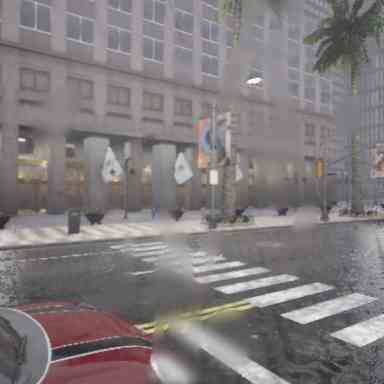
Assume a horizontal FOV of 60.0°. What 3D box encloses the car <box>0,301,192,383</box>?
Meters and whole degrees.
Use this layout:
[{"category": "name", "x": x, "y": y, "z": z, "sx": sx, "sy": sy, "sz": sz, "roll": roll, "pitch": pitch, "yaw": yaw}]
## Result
[{"category": "car", "x": -2.108, "y": 1.338, "z": 1.926, "sx": 4.553, "sy": 1.767, "sz": 2.097, "roll": 0, "pitch": 0, "yaw": -37}]
